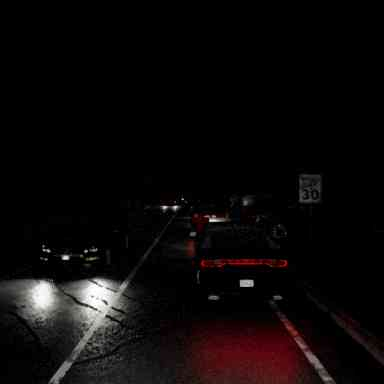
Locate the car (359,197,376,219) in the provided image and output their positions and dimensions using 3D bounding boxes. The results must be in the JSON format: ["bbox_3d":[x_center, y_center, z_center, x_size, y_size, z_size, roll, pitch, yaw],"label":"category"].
[{"bbox_3d":[18.784,1.453,30.873,5.008,1.535,2.097,0,0,0],"label":"car"}]

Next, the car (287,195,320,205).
[{"bbox_3d":[18.722,1.313,55.859,4.792,1.488,2.163,0,1,0],"label":"car"}]

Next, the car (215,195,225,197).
[{"bbox_3d":[5.700,1.407,41.340,4.892,1.521,2.231,0,0,0],"label":"car"}]

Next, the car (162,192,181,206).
[{"bbox_3d":[-3.356,1.049,51.866,2.150,2.045,5.566,0,0,0],"label":"car"}]

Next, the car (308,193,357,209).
[{"bbox_3d":[18.797,1.131,44.755,5.566,2.045,2.435,0,1,0],"label":"car"}]

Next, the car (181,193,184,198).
[{"bbox_3d":[-3.266,0.991,89.165,1.882,1.535,5.008,0,1,0],"label":"car"}]

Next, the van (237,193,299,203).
[{"bbox_3d":[5.837,1.236,24.513,4.442,1.987,1.878,0,0,0],"label":"van"}]

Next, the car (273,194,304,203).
[{"bbox_3d":[18.553,1.206,64.186,5.366,1.575,1.946,0,1,0],"label":"car"}]

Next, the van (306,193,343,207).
[{"bbox_3d":[18.881,1.132,47.532,4.442,1.987,1.878,0,1,0],"label":"van"}]

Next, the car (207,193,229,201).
[{"bbox_3d":[5.615,1.011,72.177,4.553,1.767,2.185,0,1,0],"label":"car"}]

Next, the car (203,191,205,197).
[{"bbox_3d":[5.626,0.936,66.569,5.566,2.045,2.435,0,1,0],"label":"car"}]

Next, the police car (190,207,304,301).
[{"bbox_3d":[0.974,1.420,8.504,1.930,1.638,5.238,0,0,0],"label":"police car"}]

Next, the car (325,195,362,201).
[{"bbox_3d":[18.805,1.450,39.206,4.792,1.488,2.163,0,0,0],"label":"car"}]

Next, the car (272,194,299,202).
[{"bbox_3d":[18.740,1.186,66.963,4.892,1.521,2.231,0,1,0],"label":"car"}]

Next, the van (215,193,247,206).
[{"bbox_3d":[5.797,1.111,49.750,4.442,1.987,1.878,0,1,0],"label":"van"}]

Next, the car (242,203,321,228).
[{"bbox_3d":[5.727,1.505,21.710,4.674,1.452,2.002,0,0,0],"label":"car"}]

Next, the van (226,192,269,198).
[{"bbox_3d":[5.595,1.229,30.123,4.442,1.987,1.878,0,0,0],"label":"van"}]

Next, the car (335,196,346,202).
[{"bbox_3d":[18.752,1.467,36.422,4.792,1.488,2.163,0,0,0],"label":"car"}]

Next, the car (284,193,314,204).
[{"bbox_3d":[18.778,1.133,58.635,4.553,1.767,2.185,0,1,0],"label":"car"}]

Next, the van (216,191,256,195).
[{"bbox_3d":[5.806,1.161,44.146,4.442,1.987,1.878,0,0,0],"label":"van"}]

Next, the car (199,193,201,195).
[{"bbox_3d":[-0.010,1.272,58.234,2.128,1.511,4.902,0,0,0],"label":"car"}]

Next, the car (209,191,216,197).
[{"bbox_3d":[5.657,1.111,46.946,5.566,2.045,2.435,0,1,0],"label":"car"}]

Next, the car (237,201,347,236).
[{"bbox_3d":[5.543,1.465,18.907,5.366,1.575,1.946,0,0,0],"label":"car"}]

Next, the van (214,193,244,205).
[{"bbox_3d":[5.793,1.086,52.553,4.442,1.987,1.878,0,1,0],"label":"van"}]

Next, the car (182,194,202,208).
[{"bbox_3d":[0.008,1.419,45.089,2.033,1.411,5.357,0,0,1],"label":"car"}]

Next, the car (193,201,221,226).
[{"bbox_3d":[0.971,1.471,24.415,1.837,1.490,4.892,0,0,0],"label":"car"}]

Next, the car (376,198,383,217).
[{"bbox_3d":[18.788,1.460,28.095,4.892,1.521,2.231,0,0,0],"label":"car"}]

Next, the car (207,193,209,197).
[{"bbox_3d":[5.661,1.277,60.965,4.674,1.452,2.002,0,1,0],"label":"car"}]

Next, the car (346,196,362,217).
[{"bbox_3d":[18.970,1.442,33.651,5.366,1.575,1.946,0,0,0],"label":"car"}]

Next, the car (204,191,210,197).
[{"bbox_3d":[5.631,0.961,63.766,5.566,2.045,2.435,0,1,0],"label":"car"}]

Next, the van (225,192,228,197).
[{"bbox_3d":[5.823,1.221,32.925,4.442,1.987,1.878,0,0,0],"label":"van"}]

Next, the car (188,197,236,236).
[{"bbox_3d":[0.971,1.331,18.377,2.097,1.767,4.553,0,0,0],"label":"car"}]

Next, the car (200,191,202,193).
[{"bbox_3d":[5.797,0.934,94.603,5.366,1.575,1.946,0,1,0],"label":"car"}]

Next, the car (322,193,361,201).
[{"bbox_3d":[18.744,1.151,41.978,5.566,2.045,2.435,0,0,0],"label":"car"}]

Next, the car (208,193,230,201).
[{"bbox_3d":[5.619,1.036,69.373,4.553,1.767,2.185,0,1,0],"label":"car"}]

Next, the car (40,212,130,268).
[{"bbox_3d":[-3.352,1.496,11.253,1.837,1.490,4.892,0,0,0],"label":"car"}]
